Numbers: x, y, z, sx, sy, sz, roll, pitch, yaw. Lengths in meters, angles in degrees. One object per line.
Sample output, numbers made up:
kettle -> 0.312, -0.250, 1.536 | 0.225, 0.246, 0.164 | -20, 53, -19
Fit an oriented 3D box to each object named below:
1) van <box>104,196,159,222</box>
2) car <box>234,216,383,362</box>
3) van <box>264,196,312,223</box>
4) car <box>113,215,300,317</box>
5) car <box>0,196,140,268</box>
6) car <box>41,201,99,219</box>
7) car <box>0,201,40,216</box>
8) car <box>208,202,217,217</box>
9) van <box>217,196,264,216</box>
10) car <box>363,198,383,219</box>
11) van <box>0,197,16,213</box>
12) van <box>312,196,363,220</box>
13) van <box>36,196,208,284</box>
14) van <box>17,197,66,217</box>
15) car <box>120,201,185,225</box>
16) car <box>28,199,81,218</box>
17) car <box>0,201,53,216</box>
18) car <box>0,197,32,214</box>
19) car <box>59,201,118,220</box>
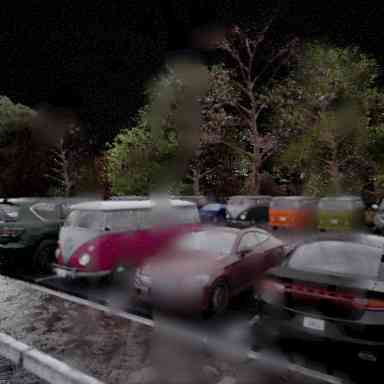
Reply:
van -> -5.008, 1.360, 28.061 | 1.878, 1.987, 4.442 | -1, -1, 36
car -> 2.943, 1.477, 6.123 | 2.097, 1.535, 5.008 | 0, 0, 36
van -> 6.237, 1.236, 20.004 | 1.878, 1.987, 4.442 | 0, 0, 36
car -> 0.691, 1.510, 7.746 | 2.002, 1.452, 4.674 | 0, 0, 36
car -> -3.807, 1.205, 11.001 | 2.435, 2.045, 5.566 | 0, 0, 36
car -> -11.933, 1.700, 32.873 | 2.097, 1.535, 5.008 | -1, -1, 36
car -> -20.941, 1.846, 39.106 | 1.946, 1.575, 5.366 | -1, -1, 36
car -> 1.684, 1.474, 23.129 | 2.097, 1.535, 5.008 | -1, -1, 36
van -> 3.741, 1.228, 21.505 | 1.878, 1.987, 4.442 | 0, 0, 36
car -> 10.555, 1.224, 16.732 | 2.435, 2.045, 5.566 | 0, 0, 36
van -> -25.368, 1.723, 42.650 | 1.878, 1.987, 4.442 | -1, -1, 36
van -> 8.387, 1.243, 18.463 | 1.878, 1.987, 4.442 | 0, 0, 36
van -> -1.634, 1.237, 9.266 | 1.878, 1.987, 4.442 | 0, 0, 36
van -> -16.266, 1.547, 36.128 | 1.878, 1.987, 4.442 | -1, -1, 36
car -> -2.928, 1.546, 26.200 | 1.946, 1.575, 5.366 | -1, -1, 36
car -> -14.100, 1.610, 34.393 | 2.185, 1.767, 4.553 | -1, -1, 36
car -> -18.588, 1.811, 37.639 | 2.231, 1.521, 4.892 | -1, -1, 36
car -> -23.070, 1.641, 40.894 | 2.435, 2.045, 5.566 | -1, -1, 36
car -> -9.579, 1.661, 31.187 | 2.097, 1.535, 5.008 | -1, -1, 36
